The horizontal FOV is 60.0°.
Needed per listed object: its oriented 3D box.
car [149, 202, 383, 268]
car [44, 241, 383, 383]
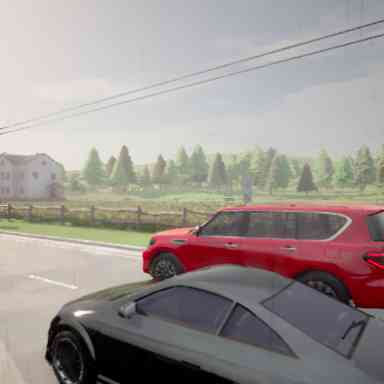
[{"bbox_3d":[1.442,1.248,7.259,5.566,2.045,2.150,-1,0,35],"label":"car"},{"bbox_3d":[0.172,1.582,3.865,4.181,1.385,1.994,-1,0,35],"label":"car"}]
